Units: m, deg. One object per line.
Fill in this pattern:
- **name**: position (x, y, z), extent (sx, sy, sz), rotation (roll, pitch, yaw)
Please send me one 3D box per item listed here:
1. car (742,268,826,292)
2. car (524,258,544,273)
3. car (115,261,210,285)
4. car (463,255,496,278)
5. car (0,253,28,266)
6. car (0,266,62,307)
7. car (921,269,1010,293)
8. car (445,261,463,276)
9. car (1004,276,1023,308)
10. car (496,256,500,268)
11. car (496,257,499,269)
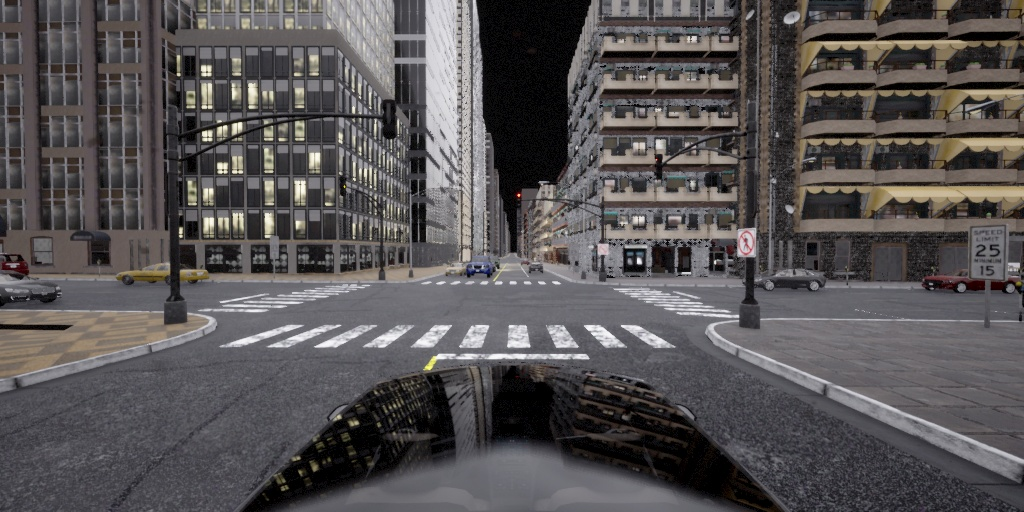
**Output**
- **car**: position (16.344, 1.375, 21.674), extent (4.403, 1.370, 2.007), rotation (0, 0, 1)
- **car**: position (2.762, 1.289, 42.170), extent (2.007, 1.370, 4.403), rotation (0, 0, 0)
- **car**: position (-21.631, 1.029, 22.242), extent (4.829, 1.417, 1.751), rotation (0, 0, 1)
- **car**: position (-3.042, 0.962, 34.662), extent (2.150, 2.045, 5.566), rotation (0, 0, 0)
- **car**: position (-33.577, 0.712, 22.468), extent (5.009, 1.841, 2.192), rotation (0, 0, 1)
- **car**: position (-20.265, 1.204, 13.905), extent (4.403, 1.370, 2.007), rotation (0, 0, 1)
- **car**: position (27.409, 1.461, 21.499), extent (4.507, 1.381, 1.888), rotation (0, 0, 1)
- **car**: position (-5.629, 1.265, 36.361), extent (1.751, 1.417, 4.829), rotation (0, 0, 0)
- **car**: position (21.736, 1.576, 13.208), extent (4.313, 1.339, 1.948), rotation (0, 0, 1)
- **car**: position (-2.994, 0.957, 55.349), extent (2.150, 2.045, 5.566), rotation (0, 0, 0)
- **car**: position (-3.017, 1.216, 44.793), extent (1.882, 1.535, 5.008), rotation (0, 0, 0)
